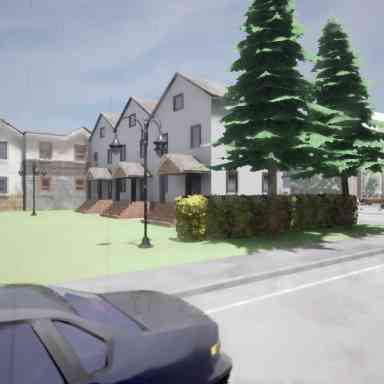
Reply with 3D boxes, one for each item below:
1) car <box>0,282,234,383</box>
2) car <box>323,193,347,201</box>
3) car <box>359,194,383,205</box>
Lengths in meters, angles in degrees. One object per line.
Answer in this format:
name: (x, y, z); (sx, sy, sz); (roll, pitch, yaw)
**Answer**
car: (-2.156, 1.548, 2.448); (5.357, 1.411, 2.033); (0, 0, -35)
car: (32.154, 1.097, 74.745); (1.932, 1.855, 4.605); (0, 0, -36)
car: (27.287, 1.097, 49.291); (1.932, 1.855, 4.605); (0, 0, -36)
